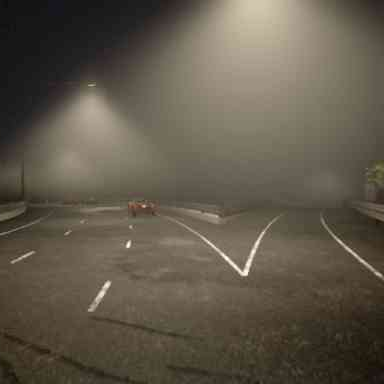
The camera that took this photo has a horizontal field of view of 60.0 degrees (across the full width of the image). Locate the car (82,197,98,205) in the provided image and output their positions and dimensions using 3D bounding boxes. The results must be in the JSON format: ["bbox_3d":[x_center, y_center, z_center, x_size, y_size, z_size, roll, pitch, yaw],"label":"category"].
[{"bbox_3d":[-19.384,1.680,62.902,2.033,1.411,5.357,0,0,-36],"label":"car"}]

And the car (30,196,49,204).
[{"bbox_3d":[-31.091,1.570,66.983,1.812,1.442,4.674,0,0,-41],"label":"car"}]

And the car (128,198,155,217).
[{"bbox_3d":[-4.994,1.386,32.426,2.097,1.767,4.553,0,0,-17],"label":"car"}]

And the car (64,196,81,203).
[{"bbox_3d":[-25.652,1.603,71.389,1.895,1.301,4.718,0,0,-41],"label":"car"}]

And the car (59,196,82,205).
[{"bbox_3d":[-22.434,1.680,61.175,1.812,1.442,4.674,0,0,-36],"label":"car"}]

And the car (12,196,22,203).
[{"bbox_3d":[-41.108,1.783,77.684,4.892,1.490,1.837,0,0,43],"label":"car"}]

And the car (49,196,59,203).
[{"bbox_3d":[-28.362,1.551,69.175,1.812,1.442,4.674,0,0,-41],"label":"car"}]
